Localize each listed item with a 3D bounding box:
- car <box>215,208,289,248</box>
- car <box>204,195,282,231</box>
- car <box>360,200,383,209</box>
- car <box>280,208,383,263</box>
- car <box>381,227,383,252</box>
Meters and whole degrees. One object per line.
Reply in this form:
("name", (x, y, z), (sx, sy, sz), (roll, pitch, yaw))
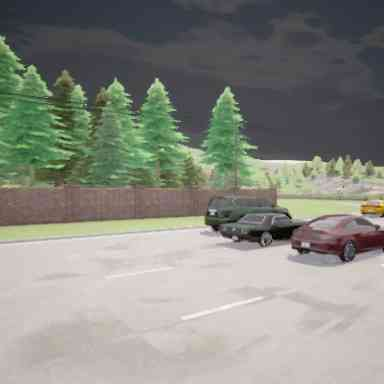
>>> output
("car", (3.577, 1.598, 14.897), (4.718, 1.301, 1.895), (0, 0, -35))
("car", (3.249, 1.218, 18.962), (5.566, 2.045, 2.150), (0, 0, -36))
("car", (17.244, 1.468, 31.040), (1.882, 1.535, 5.008), (0, 0, 41))
("car", (5.508, 1.523, 11.990), (4.674, 1.442, 1.812), (0, 0, -36))
("car", (7.152, 1.562, 8.851), (4.181, 1.385, 1.994), (0, 0, -36))
